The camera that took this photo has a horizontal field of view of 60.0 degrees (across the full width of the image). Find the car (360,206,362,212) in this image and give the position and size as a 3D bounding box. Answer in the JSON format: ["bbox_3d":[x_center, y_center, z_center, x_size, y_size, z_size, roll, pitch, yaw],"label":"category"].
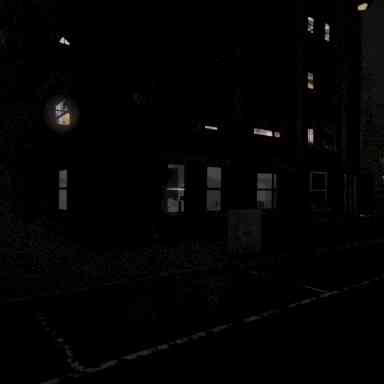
[{"bbox_3d":[13.191,1.256,31.808,2.033,1.411,5.357,0,1,-37],"label":"car"}]
